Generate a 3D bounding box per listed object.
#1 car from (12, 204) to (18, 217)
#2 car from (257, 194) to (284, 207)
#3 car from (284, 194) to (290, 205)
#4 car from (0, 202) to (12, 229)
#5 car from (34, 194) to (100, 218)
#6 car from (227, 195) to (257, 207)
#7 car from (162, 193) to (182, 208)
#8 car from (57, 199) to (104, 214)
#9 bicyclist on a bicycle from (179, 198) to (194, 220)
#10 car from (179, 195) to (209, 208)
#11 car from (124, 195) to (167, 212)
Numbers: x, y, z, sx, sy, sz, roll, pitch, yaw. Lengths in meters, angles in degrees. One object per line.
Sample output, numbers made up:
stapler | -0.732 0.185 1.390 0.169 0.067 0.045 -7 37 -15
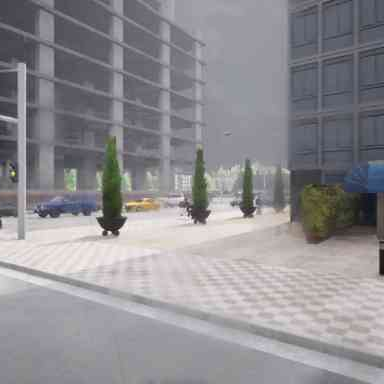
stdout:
car | -16.970 1.564 28.775 1.994 1.385 4.181 0 0 36
car | 11.612 1.491 50.074 2.128 1.511 4.902 0 0 36
car | 17.127 1.491 57.722 2.128 1.511 4.902 0 0 36
car | -12.325 1.491 16.927 2.128 1.511 4.902 0 0 36
car | -11.455 1.221 30.432 2.150 2.045 5.566 0 0 36
car | 7.626 1.601 50.609 1.895 1.301 4.718 0 0 36
car | -3.326 1.221 47.642 2.150 2.045 5.566 0 0 36
car | -11.910 1.526 35.777 1.812 1.442 4.674 0 0 36
bicyclist on a bicycle | -0.367 1.301 25.316 1.656 1.620 0.582 0 0 36
car | 0.656 1.526 47.163 1.812 1.442 4.674 0 0 36
car | -5.601 1.478 38.534 1.882 1.535 5.008 0 0 36
